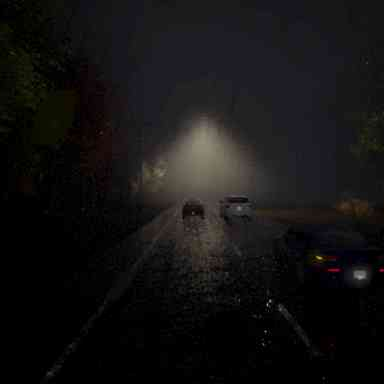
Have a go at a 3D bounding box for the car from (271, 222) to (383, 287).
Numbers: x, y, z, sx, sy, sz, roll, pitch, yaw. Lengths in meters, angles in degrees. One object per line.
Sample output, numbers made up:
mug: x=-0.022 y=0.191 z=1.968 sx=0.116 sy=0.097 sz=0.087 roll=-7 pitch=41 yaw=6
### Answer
car: x=3.521 y=1.548 z=9.236 sx=1.812 sy=1.442 sz=4.674 roll=0 pitch=0 yaw=0

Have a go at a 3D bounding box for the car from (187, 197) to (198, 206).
car: x=0.108 y=1.683 z=60.210 sx=1.994 sy=1.385 sz=4.181 roll=0 pitch=0 yaw=0

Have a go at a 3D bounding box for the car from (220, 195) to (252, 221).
car: x=3.586 y=1.288 z=27.862 sx=2.150 sy=2.045 sz=5.566 roll=0 pitch=0 yaw=0

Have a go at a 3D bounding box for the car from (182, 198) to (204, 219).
car: x=0.103 y=1.562 z=30.465 sx=2.128 sy=1.511 sz=4.902 roll=0 pitch=0 yaw=0
